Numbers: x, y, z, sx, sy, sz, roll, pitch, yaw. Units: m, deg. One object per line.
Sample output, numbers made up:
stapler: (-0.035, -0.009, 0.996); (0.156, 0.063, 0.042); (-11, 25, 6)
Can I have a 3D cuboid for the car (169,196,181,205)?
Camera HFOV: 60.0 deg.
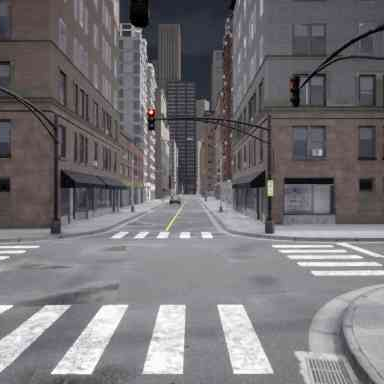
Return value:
car: (-2.989, 1.457, 59.635); (1.882, 1.535, 5.008); (0, 0, 0)
